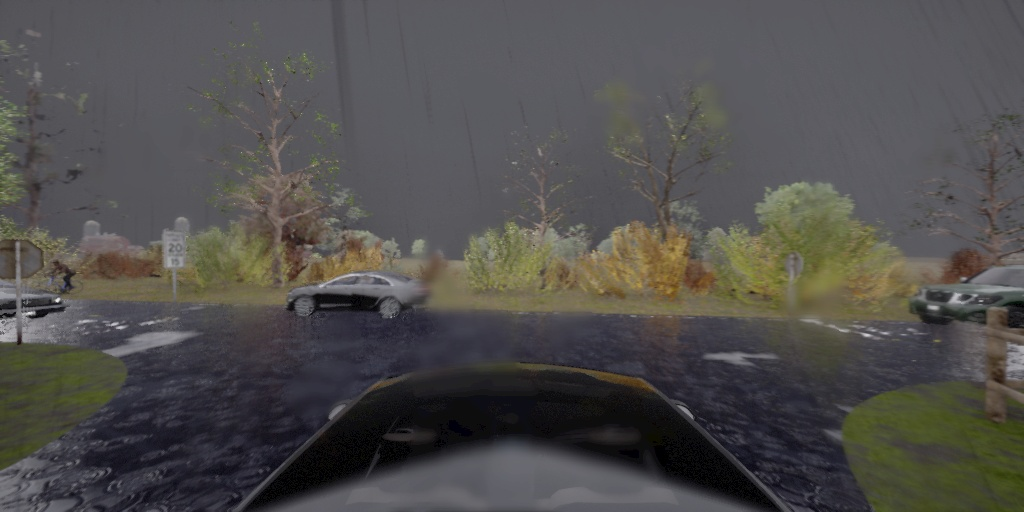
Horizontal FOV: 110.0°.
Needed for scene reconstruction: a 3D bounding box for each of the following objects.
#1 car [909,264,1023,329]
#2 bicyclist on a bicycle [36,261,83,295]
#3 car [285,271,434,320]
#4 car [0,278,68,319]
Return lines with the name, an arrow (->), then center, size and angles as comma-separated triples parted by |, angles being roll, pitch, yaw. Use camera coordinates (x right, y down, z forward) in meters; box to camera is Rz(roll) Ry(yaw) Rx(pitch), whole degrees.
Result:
car -> 15.481, 1.263, 10.558 | 5.566, 2.045, 2.150 | 1, 0, 5
bicyclist on a bicycle -> -21.161, 1.042, 16.808 | 0.582, 1.620, 1.656 | 1, 0, 5
car -> -5.171, 1.276, 12.367 | 4.902, 1.511, 2.128 | 1, 0, 5
car -> -16.291, 1.201, 10.376 | 5.357, 1.411, 2.033 | 1, 0, 5
